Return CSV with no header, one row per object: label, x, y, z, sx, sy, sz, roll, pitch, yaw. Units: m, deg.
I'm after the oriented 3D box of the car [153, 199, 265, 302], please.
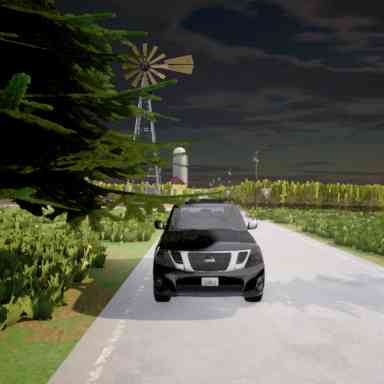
car,0.332,1.221,8.601,2.150,2.045,5.566,0,0,0
